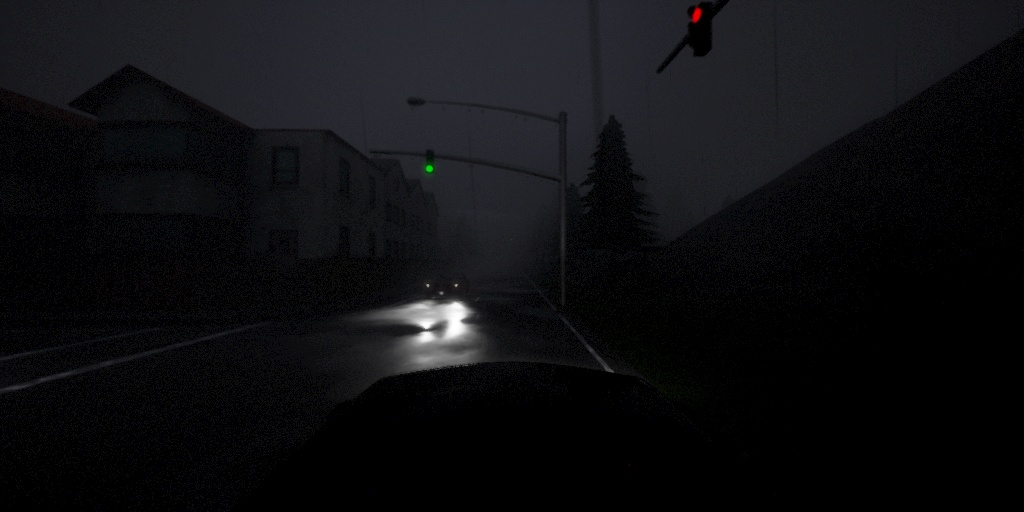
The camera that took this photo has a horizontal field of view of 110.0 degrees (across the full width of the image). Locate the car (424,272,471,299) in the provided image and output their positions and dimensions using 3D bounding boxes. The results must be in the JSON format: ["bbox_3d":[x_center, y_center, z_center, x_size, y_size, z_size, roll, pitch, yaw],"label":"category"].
[{"bbox_3d":[-3.507,1.583,20.122,1.895,1.301,4.718,0,-1,0],"label":"car"}]
